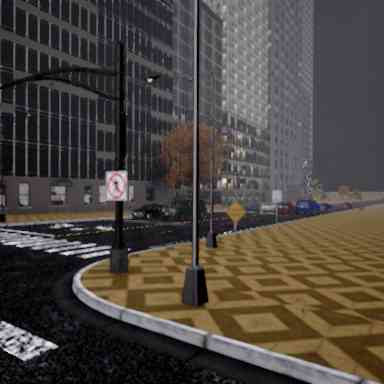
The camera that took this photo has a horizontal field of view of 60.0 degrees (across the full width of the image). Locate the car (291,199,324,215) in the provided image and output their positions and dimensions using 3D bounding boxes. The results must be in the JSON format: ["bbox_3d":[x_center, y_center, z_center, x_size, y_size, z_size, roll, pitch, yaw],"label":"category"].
[{"bbox_3d":[15.492,2.002,44.446,2.150,2.045,5.566,0,-1,35],"label":"car"}]

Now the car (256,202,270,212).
[{"bbox_3d":[11.913,2.331,51.007,1.812,1.442,4.674,0,-1,33],"label":"car"}]

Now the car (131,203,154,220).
[{"bbox_3d":[-3.898,1.868,32.570,1.837,1.490,4.892,0,-1,33],"label":"car"}]

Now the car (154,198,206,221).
[{"bbox_3d":[-0.708,1.618,31.519,2.150,2.045,5.566,0,-1,33],"label":"car"}]

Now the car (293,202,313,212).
[{"bbox_3d":[18.494,2.425,55.187,1.882,1.535,5.008,0,-1,33],"label":"car"}]

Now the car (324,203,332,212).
[{"bbox_3d":[21.227,2.492,53.428,1.812,1.442,4.674,0,-1,33],"label":"car"}]

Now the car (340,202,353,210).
[{"bbox_3d":[30.793,2.772,66.199,1.812,1.442,4.674,0,-1,33],"label":"car"}]

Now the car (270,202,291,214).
[{"bbox_3d":[13.166,2.127,46.810,2.097,1.767,4.553,0,-1,33],"label":"car"}]

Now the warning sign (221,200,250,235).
[{"bbox_3d":[2.493,1.412,18.993,1.300,1.860,1.060,2,1,33],"label":"warning sign"}]

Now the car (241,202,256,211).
[{"bbox_3d":[9.660,2.350,53.493,2.033,1.411,5.357,0,-1,33],"label":"car"}]
